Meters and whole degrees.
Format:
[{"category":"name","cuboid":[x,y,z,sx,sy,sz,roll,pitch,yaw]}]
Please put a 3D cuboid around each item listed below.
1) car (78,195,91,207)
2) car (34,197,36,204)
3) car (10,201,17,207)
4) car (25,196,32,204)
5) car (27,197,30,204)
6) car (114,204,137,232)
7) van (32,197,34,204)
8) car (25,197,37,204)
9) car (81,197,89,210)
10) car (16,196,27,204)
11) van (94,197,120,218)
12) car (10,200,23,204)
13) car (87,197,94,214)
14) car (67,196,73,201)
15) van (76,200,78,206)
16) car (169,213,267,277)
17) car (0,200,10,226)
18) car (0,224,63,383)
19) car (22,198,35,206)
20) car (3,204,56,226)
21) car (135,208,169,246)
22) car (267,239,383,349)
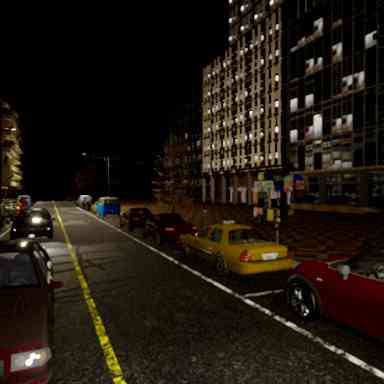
[{"category":"car","cuboid":[-14.146,1.511,45.682,1.967,1.590,4.097,0,0,-23]},{"category":"car","cuboid":[-26.195,1.657,52.553,1.802,1.307,4.206,0,0,-23]},{"category":"car","cuboid":[-13.164,1.569,22.062,2.008,1.369,4.403,0,0,-23]},{"category":"car","cuboid":[-21.852,1.598,42.389,1.887,1.381,4.507,0,0,-23]},{"category":"car","cuboid":[-19.680,1.609,37.307,1.947,1.339,4.313,0,0,-23]},{"category":"car","cuboid":[-3.286,1.611,20.272,1.802,1.307,4.206,0,0,-23]},{"category":"van","cuboid":[-24.025,1.405,47.471,1.690,1.788,3.998,0,0,-23]},{"category":"car","cuboid":[-32.711,1.677,67.798,1.947,1.339,4.313,0,0,-23]},{"category":"car","cuboid":[-11.974,1.626,40.600,1.947,1.339,4.313,0,0,-23]},{"category":"car","cuboid":[-17.508,1.475,32.224,1.967,1.590,4.097,0,0,-23]},{"category":"van","cuboid":[-7.631,1.384,30.436,1.690,1.788,3.998,0,0,-23]},{"category":"car","cuboid":[-15.336,1.577,27.144,2.008,1.369,4.403,0,0,-23]},{"category":"car","cuboid":[-9.868,1.577,35.674,1.752,1.417,4.829,0,0,-23]},{"category":"car","cuboid":[-31.521,1.715,86.338,1.887,1.381,4.507,0,0,-23]},{"category":"van","cuboid":[-16.319,1.422,50.765,1.690,1.788,3.998,0,0,-23]},{"category":"car","cuboid":[0.991,1.544,10.264,1.752,1.417,4.829,0,0,-23]},{"category":"car","cuboid":[-10.993,1.327,16.979,2.192,1.841,5.009,0,0,-23]},{"category":"car","cuboid":[-3.194,1.551,5.347,2.033,1.411,5.357,0,0,-23]},{"category":"car","cuboid":[-28.367,1.669,57.634,1.802,1.307,4.206,0,0,-23]},{"category":"car","cuboid":[-8.146,1.564,17.180,2.033,1.411,5.357,0,0,-23]},{"category":"car","cuboid":[-1.115,1.605,15.191,1.802,1.307,4.206,0,0,-23]},{"category":"car","cuboid":[3.229,1.453,5.026,1.967,1.590,4.097,0,0,-23]}]
